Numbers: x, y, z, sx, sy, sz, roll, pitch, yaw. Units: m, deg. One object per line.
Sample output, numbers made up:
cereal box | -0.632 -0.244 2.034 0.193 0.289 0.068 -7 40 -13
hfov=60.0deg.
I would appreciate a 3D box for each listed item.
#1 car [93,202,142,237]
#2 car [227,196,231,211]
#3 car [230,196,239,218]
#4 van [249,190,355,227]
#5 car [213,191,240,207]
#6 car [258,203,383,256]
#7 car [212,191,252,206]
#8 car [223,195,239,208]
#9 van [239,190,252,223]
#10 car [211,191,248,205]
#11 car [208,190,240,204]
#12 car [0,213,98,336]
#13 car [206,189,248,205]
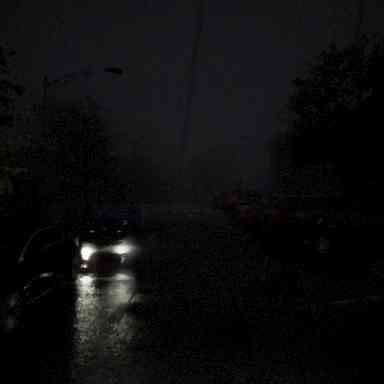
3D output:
car | -3.747 1.277 16.766 1.882 1.535 5.008 0 1 0
car | 5.268 1.213 24.142 4.674 1.452 2.002 0 1 -20
car | 5.432 1.209 21.182 5.366 1.575 1.946 0 0 -20
van | 5.136 1.059 15.019 4.442 1.987 1.878 0 1 -20
car | 5.397 1.022 36.290 5.366 1.575 1.946 0 0 -20
car | 5.226 1.324 12.045 4.892 1.521 2.231 0 0 -20
car | 5.126 0.823 42.287 4.553 1.767 2.185 1 0 -21
car | 5.258 1.176 27.171 4.674 1.452 2.002 0 0 -20
van | 5.142 1.021 18.048 4.442 1.987 1.878 0 1 -20
car | 5.132 0.823 45.311 4.553 1.767 2.185 1 -2 -21
car | 5.172 0.735 39.235 5.566 2.045 2.435 0 1 -21
car | -3.669 1.417 6.574 2.128 1.511 4.902 0 1 -1
car | 5.031 0.779 48.263 5.566 2.045 2.435 2 -5 -20
